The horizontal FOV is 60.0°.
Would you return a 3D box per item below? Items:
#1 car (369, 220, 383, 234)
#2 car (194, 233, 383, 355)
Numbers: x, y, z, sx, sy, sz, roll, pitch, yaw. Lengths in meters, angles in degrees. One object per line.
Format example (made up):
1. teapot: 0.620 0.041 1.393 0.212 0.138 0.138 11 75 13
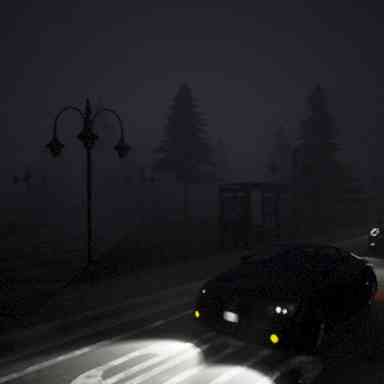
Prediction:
1. car: 8.867 1.521 13.529 2.097 1.767 4.553 -2 -2 44
2. car: 1.973 1.682 6.384 1.994 1.385 4.181 -2 -2 45
